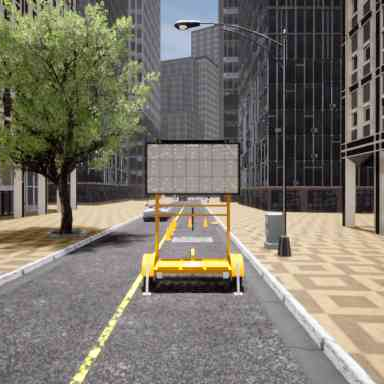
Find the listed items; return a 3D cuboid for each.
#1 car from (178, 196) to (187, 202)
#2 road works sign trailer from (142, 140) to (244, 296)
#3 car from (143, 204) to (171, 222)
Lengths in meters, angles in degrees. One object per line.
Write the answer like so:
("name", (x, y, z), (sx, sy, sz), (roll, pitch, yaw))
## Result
("car", (-2.352, 1.624, 83.498), (1.882, 1.535, 5.008), (0, 0, 2))
("road works sign trailer", (0.018, 0.464, 8.636), (2.380, 3.560, 2.880), (0, 0, 0))
("car", (-2.794, 1.610, 26.943), (1.895, 1.301, 4.718), (0, 0, 0))
